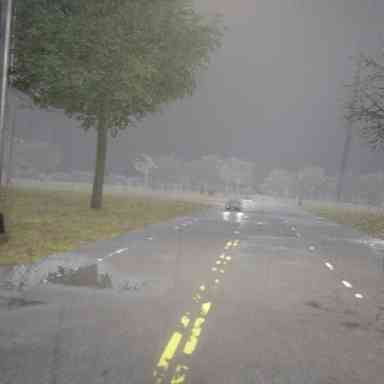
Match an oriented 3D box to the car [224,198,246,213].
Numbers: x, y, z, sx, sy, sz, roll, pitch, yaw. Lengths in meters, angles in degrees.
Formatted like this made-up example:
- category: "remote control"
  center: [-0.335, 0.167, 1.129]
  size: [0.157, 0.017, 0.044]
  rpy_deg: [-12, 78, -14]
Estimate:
- category: "car"
  center: [4.979, 1.611, 39.244]
  size: [1.837, 1.490, 4.892]
  rpy_deg: [4, 1, 11]
